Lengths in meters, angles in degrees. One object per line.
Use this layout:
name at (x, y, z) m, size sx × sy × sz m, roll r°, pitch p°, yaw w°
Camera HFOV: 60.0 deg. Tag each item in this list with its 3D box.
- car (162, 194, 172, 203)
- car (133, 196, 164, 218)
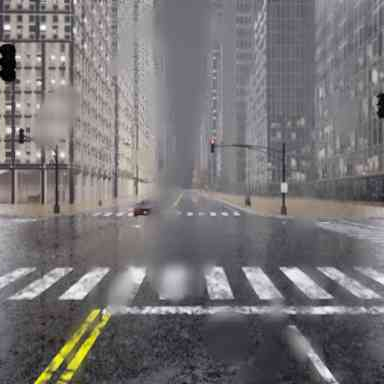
car at (-4.094, 0.957, 53.355) m, size 2.033 × 1.411 × 5.357 m, roll 0°, pitch 1°, yaw -1°
car at (-3.638, 1.323, 27.632) m, size 1.994 × 1.385 × 4.181 m, roll 0°, pitch 2°, yaw -1°
